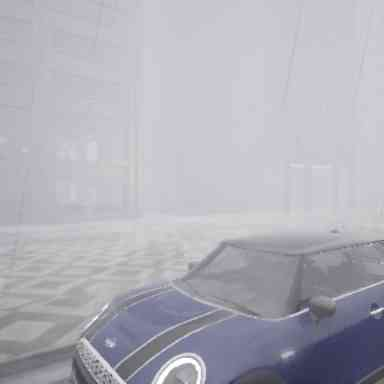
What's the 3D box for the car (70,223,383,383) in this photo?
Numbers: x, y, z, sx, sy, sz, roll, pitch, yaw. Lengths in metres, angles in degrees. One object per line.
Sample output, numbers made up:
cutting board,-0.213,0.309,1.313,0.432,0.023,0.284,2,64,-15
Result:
car,0.965,1.344,4.066,4.553,1.767,2.097,0,0,-35
